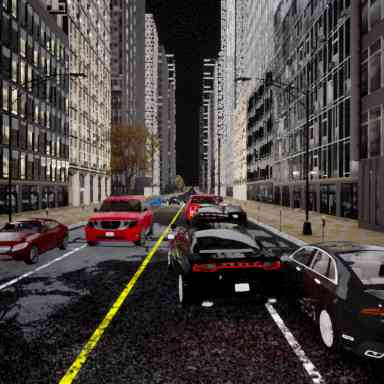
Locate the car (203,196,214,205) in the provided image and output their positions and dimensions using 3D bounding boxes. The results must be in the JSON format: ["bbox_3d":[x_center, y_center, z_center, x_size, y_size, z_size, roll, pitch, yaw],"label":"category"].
[{"bbox_3d":[2.793,1.495,57.381,1.752,1.417,4.829,0,0,0],"label":"car"}]

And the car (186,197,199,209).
[{"bbox_3d":[0.108,1.506,45.778,1.812,1.442,4.674,0,0,1],"label":"car"}]

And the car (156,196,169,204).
[{"bbox_3d":[-5.577,1.515,62.927,2.008,1.369,4.403,0,0,0],"label":"car"}]

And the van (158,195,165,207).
[{"bbox_3d":[-5.600,1.317,51.534,1.690,1.788,3.998,0,0,0],"label":"van"}]

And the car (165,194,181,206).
[{"bbox_3d":[-2.898,1.478,54.698,1.837,1.490,4.892,0,0,0],"label":"car"}]

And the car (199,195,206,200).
[{"bbox_3d":[2.857,1.489,91.402,1.947,1.339,4.313,0,0,0],"label":"car"}]

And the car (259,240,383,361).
[{"bbox_3d":[2.697,1.550,5.928,2.008,1.369,4.403,0,0,0],"label":"car"}]

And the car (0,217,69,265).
[{"bbox_3d":[-5.673,1.580,11.647,1.802,1.307,4.206,0,0,0],"label":"car"}]

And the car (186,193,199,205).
[{"bbox_3d":[0.110,1.190,58.745,2.150,2.045,5.566,0,0,0],"label":"car"}]

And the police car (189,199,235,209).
[{"bbox_3d":[0.934,1.421,18.327,1.930,1.638,5.238,0,0,0],"label":"police car"}]

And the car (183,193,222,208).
[{"bbox_3d":[0.606,1.216,24.207,2.150,2.045,5.566,0,0,-2],"label":"car"}]

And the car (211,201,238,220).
[{"bbox_3d":[2.740,1.537,28.720,1.887,1.381,4.507,0,0,0],"label":"car"}]

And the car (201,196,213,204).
[{"bbox_3d":[2.803,1.509,62.909,1.887,1.381,4.507,0,0,0],"label":"car"}]

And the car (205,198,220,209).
[{"bbox_3d":[2.772,1.525,45.814,1.887,1.381,4.507,0,0,0],"label":"car"}]

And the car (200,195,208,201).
[{"bbox_3d":[2.836,1.467,80.175,1.752,1.417,4.829,0,0,0],"label":"car"}]

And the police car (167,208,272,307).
[{"bbox_3d":[0.472,1.424,8.227,1.930,1.638,5.238,0,0,-9],"label":"police car"}]

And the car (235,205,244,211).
[{"bbox_3d":[2.729,1.560,23.022,1.947,1.339,4.313,0,0,0],"label":"car"}]

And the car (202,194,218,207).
[{"bbox_3d":[2.781,1.290,51.513,2.192,1.841,5.009,0,0,0],"label":"car"}]

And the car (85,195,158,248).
[{"bbox_3d":[-3.072,1.218,15.213,2.150,2.045,5.566,0,0,0],"label":"car"}]
